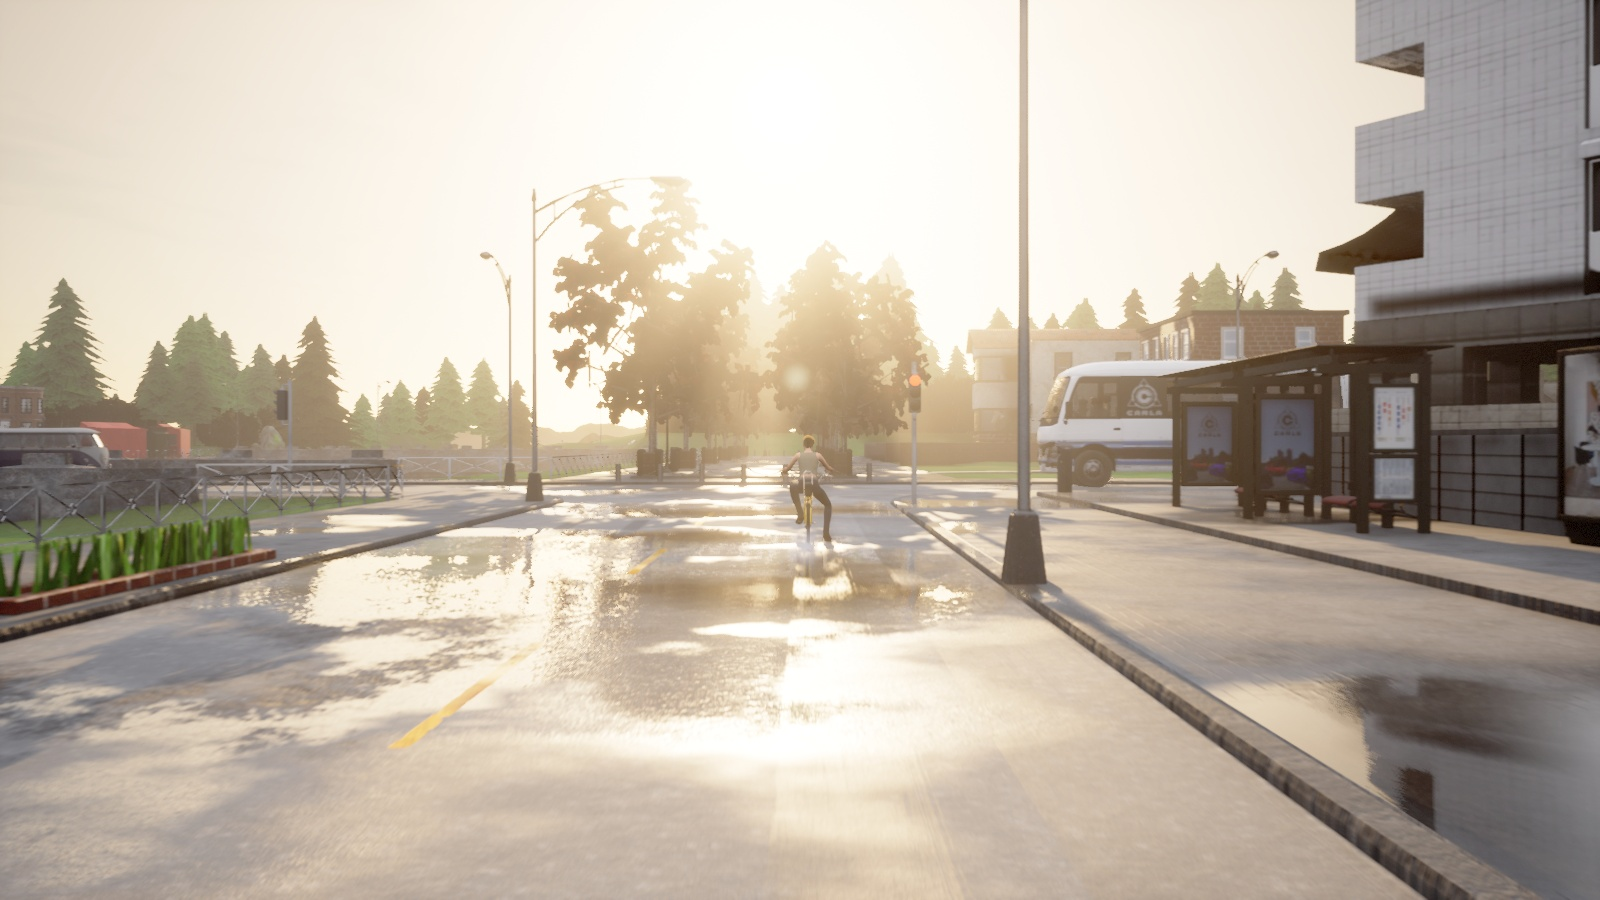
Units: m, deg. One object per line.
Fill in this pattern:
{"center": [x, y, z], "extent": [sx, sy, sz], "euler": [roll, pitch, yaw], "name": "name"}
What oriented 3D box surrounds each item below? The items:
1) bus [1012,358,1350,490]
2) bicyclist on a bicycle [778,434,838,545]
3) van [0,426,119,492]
{"center": [12.597, -0.859, 42.455], "extent": [10.273, 4.253, 3.944], "euler": [0, 0, 2], "name": "bus"}
{"center": [0.124, 0.576, 18.989], "extent": [0.866, 1.612, 1.509], "euler": [0, 0, 0], "name": "bicyclist on a bicycle"}
{"center": [-23.672, 0.262, 38.688], "extent": [4.442, 1.987, 1.775], "euler": [0, 0, 0], "name": "van"}
